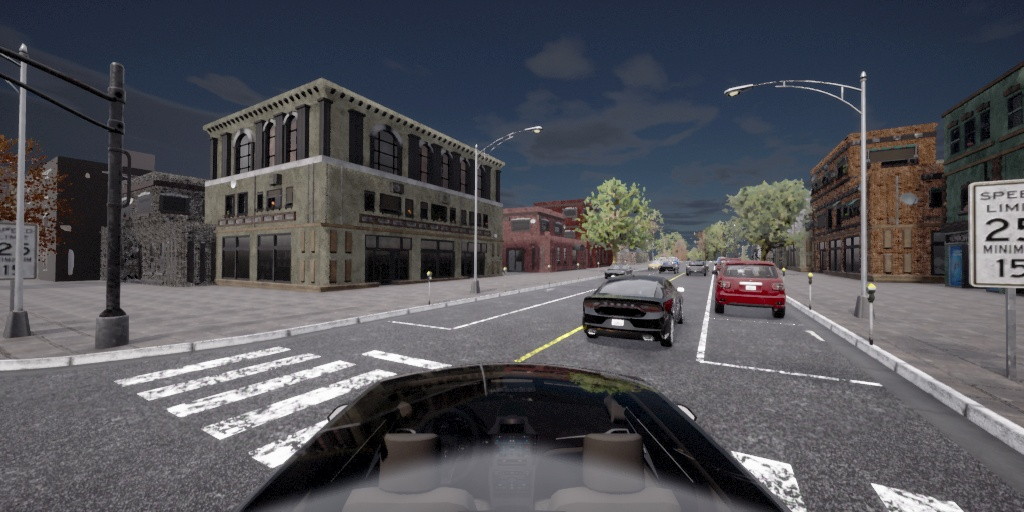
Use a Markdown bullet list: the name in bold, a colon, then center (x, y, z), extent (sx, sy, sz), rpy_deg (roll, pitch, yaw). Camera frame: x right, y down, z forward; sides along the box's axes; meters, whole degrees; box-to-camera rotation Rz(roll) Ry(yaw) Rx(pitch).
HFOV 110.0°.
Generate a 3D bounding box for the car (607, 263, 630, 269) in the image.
- **car**: center (9.523, 1.324, 31.779), extent (1.948, 1.339, 4.313), rpy_deg (0, 0, 30)

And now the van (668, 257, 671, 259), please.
- **van**: center (23.251, 1.101, 55.856), extent (1.690, 1.789, 3.998), rpy_deg (0, 0, 30)

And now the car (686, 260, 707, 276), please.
- **car**: center (19.040, 1.252, 36.877), extent (2.128, 1.511, 4.902), rpy_deg (0, 0, 30)

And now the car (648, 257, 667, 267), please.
- **car**: center (20.421, 1.286, 50.893), extent (1.751, 1.417, 4.829), rpy_deg (0, 0, 30)

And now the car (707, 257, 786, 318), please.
- **car**: center (8.572, 1.069, 13.192), extent (2.192, 1.841, 5.009), rpy_deg (0, 0, 30)

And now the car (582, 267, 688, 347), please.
- **car**: center (3.419, 1.230, 9.586), extent (1.882, 1.535, 5.008), rpy_deg (0, 0, 30)

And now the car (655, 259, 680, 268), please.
- **car**: center (18.234, 1.361, 41.627), extent (1.895, 1.301, 4.718), rpy_deg (0, 0, 30)
